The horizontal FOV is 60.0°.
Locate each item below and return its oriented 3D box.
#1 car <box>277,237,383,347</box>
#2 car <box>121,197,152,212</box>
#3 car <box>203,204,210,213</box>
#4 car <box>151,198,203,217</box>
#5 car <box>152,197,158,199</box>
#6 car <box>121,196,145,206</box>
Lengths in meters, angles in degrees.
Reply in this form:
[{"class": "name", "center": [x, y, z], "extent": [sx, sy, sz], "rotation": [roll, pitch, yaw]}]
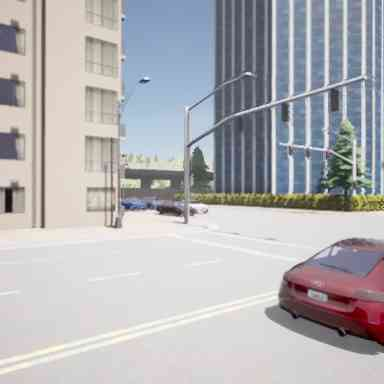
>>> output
[{"class": "car", "center": [3.582, 1.579, 6.311], "extent": [4.181, 1.385, 1.994], "rotation": [0, 0, -35]}, {"class": "car", "center": [-7.208, 1.516, 40.667], "extent": [1.882, 1.535, 5.008], "rotation": [0, 0, -35]}, {"class": "car", "center": [-0.010, 1.573, 36.479], "extent": [1.812, 1.442, 4.674], "rotation": [0, 0, -35]}, {"class": "car", "center": [-1.607, 1.586, 32.613], "extent": [2.033, 1.411, 5.357], "rotation": [0, 0, -35]}, {"class": "car", "center": [-5.143, 1.398, 43.835], "extent": [2.097, 1.767, 4.553], "rotation": [0, 0, -35]}, {"class": "car", "center": [-10.191, 1.546, 57.498], "extent": [2.128, 1.511, 4.902], "rotation": [0, 0, -36]}]
